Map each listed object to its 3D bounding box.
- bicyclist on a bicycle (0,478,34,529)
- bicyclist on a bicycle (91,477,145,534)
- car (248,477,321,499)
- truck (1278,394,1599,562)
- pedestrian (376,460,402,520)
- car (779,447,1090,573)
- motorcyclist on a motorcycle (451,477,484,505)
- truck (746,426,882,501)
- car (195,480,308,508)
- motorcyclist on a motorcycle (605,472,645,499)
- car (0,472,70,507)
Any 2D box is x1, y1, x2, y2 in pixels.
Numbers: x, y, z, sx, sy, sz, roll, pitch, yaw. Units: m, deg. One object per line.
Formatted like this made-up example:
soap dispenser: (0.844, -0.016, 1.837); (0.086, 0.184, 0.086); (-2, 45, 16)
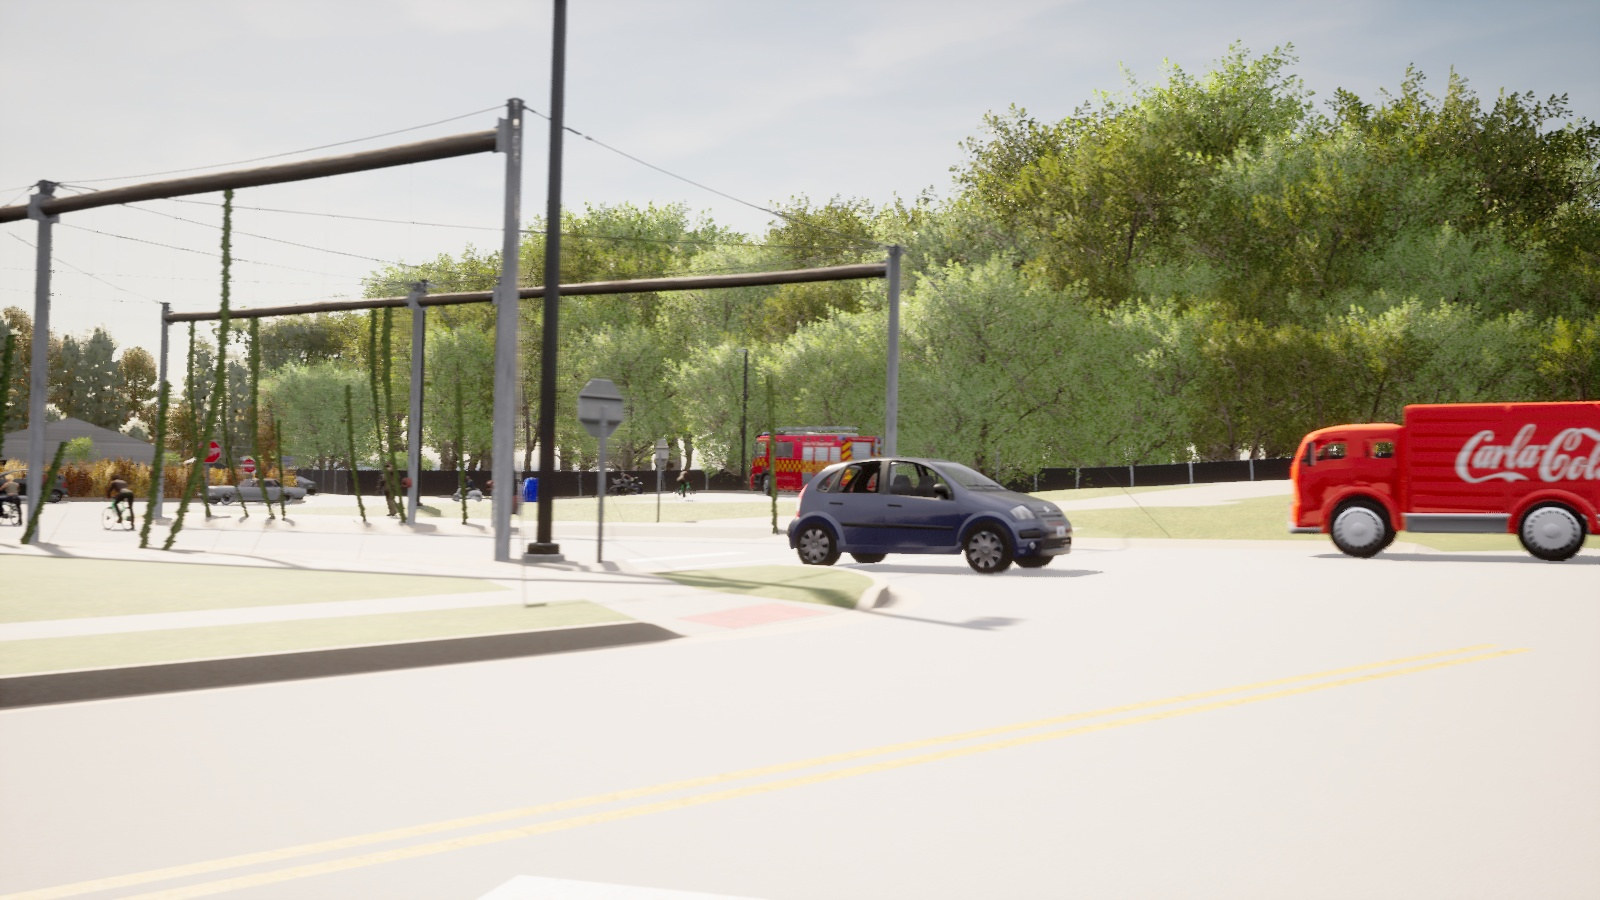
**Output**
bicyclist on a bicycle: (-25.171, 1.689, 39.857); (1.509, 1.612, 0.866); (-1, -2, 33)
bicyclist on a bicycle: (-19.823, 1.617, 36.478); (1.656, 1.620, 0.582); (-1, -2, 31)
car: (-34.725, 2.525, 84.586); (4.181, 1.385, 1.994); (0, -1, 17)
truck: (10.755, 0.478, 20.435); (5.204, 2.467, 2.627); (-1, -2, 29)
pedestrian: (-13.355, 1.293, 40.803); (0.692, 1.930, 0.396); (1, -1, 32)
car: (1.883, 0.848, 17.973); (3.988, 1.617, 1.851); (-2, -3, 33)
motorcyclist on a motorcycle: (-20.235, 2.480, 76.398); (1.817, 1.590, 0.866); (-1, 2, -6)
truck: (0.615, 0.693, 68.542); (2.891, 3.827, 8.468); (1, 0, -36)
car: (-27.014, 2.179, 61.988); (1.895, 1.301, 4.718); (-1, -2, 44)
motorcyclist on a motorcycle: (-10.930, 2.223, 78.444); (2.191, 1.530, 0.866); (-4, -2, 17)
car: (-35.490, 1.789, 57.154); (3.705, 1.549, 1.789); (2, -1, -35)
